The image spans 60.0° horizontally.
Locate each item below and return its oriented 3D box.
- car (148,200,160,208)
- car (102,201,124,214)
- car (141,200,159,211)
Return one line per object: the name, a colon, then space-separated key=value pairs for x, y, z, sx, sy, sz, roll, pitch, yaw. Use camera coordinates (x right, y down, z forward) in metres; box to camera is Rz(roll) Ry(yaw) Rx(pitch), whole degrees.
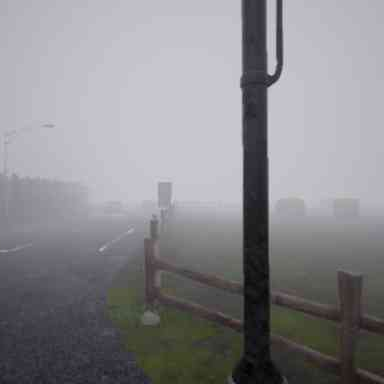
car: x=-6.599 y=2.087 z=58.267 sx=1.895 sy=1.301 sz=4.718 roll=0 pitch=-1 yaw=-2
car: x=-9.563 y=1.836 z=40.591 sx=1.837 sy=1.490 sz=4.892 roll=0 pitch=-1 yaw=-2
car: x=-6.168 y=1.892 z=47.935 sx=1.837 sy=1.490 sz=4.892 roll=0 pitch=-1 yaw=-1
